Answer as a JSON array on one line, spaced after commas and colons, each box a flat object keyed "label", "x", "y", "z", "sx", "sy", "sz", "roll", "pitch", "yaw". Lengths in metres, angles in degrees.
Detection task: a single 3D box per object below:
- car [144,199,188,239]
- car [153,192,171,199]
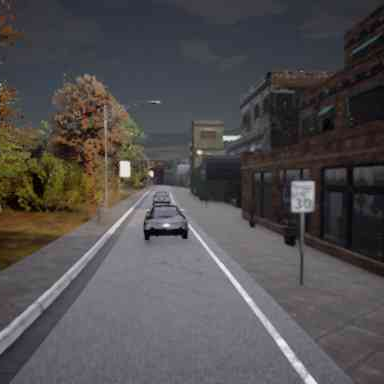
[{"label": "car", "x": -1.275, "y": 1.302, "z": 15.934, "sx": 1.994, "sy": 1.385, "sz": 4.181, "roll": 0, "pitch": 2, "yaw": -6}, {"label": "car", "x": -3.170, "y": 0.662, "z": 34.979, "sx": 2.033, "sy": 1.411, "sz": 5.357, "roll": 0, "pitch": 2, "yaw": -5}]
